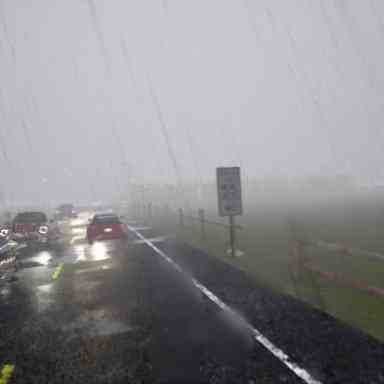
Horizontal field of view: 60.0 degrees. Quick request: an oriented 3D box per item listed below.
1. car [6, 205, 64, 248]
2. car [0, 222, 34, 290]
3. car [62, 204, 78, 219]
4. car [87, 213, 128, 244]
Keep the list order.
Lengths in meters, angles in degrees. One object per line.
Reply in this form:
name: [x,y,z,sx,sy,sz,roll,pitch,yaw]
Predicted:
car: [-7.959,1.776,16.608,2.097,1.767,4.553,-3,0,-16]
car: [-5.370,1.777,7.728,2.128,1.511,4.902,-3,0,-16]
car: [-13.669,2.085,36.398,2.097,1.767,4.553,-3,0,-16]
car: [-4.516,1.802,17.629,1.994,1.385,4.181,-3,0,-16]
